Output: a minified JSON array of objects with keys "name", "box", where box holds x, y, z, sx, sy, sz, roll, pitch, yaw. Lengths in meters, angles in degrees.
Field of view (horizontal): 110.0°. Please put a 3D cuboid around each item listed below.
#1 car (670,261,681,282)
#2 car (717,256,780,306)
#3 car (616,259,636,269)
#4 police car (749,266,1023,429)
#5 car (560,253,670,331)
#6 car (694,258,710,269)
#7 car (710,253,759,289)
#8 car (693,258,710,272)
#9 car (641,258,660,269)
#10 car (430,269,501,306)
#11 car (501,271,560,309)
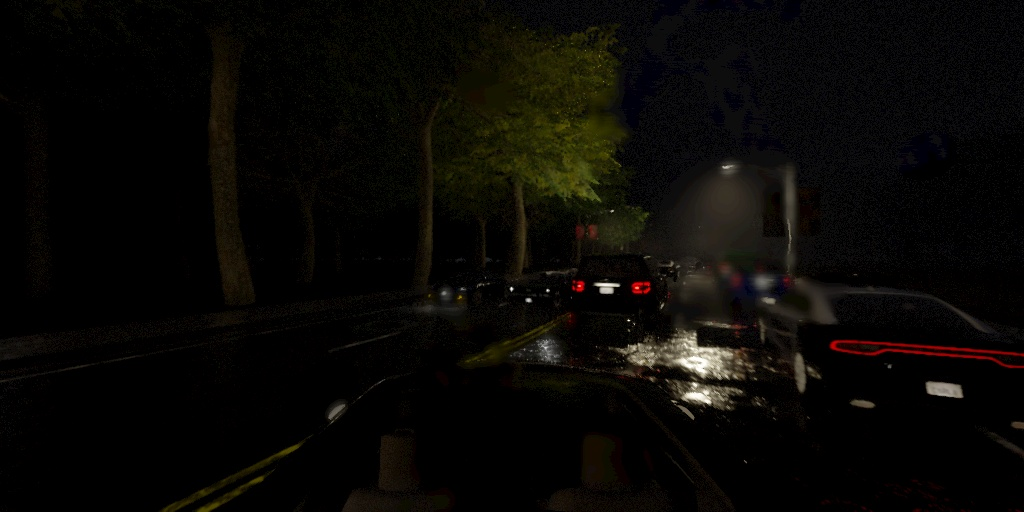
[{"name":"car","box":[11.734,1.107,27.554,1.837,1.490,4.892,0,0,27]},{"name":"car","box":[9.915,0.993,14.729,2.097,1.767,4.553,0,0,27]},{"name":"car","box":[16.671,1.097,52.287,2.033,1.411,5.357,0,0,27]},{"name":"police car","box":[5.495,1.123,5.914,1.930,1.638,5.238,0,0,27]},{"name":"car","box":[3.519,0.919,11.180,2.150,2.045,5.566,0,0,27]},{"name":"car","box":[27.512,0.989,51.988,1.837,1.490,4.892,0,0,27]},{"name":"car","box":[12.631,0.835,20.145,2.150,2.045,5.566,0,0,27]},{"name":"car","box":[21.364,1.031,39.670,1.837,1.490,4.892,0,0,27]},{"name":"car","box":[20.125,1.076,51.913,2.033,1.411,5.357,0,0,27]},{"name":"car","box":[-1.689,1.287,15.735,1.994,1.385,4.181,0,0,27]},{"name":"car","box":[1.586,1.302,15.015,1.895,1.301,4.718,0,0,27]}]
